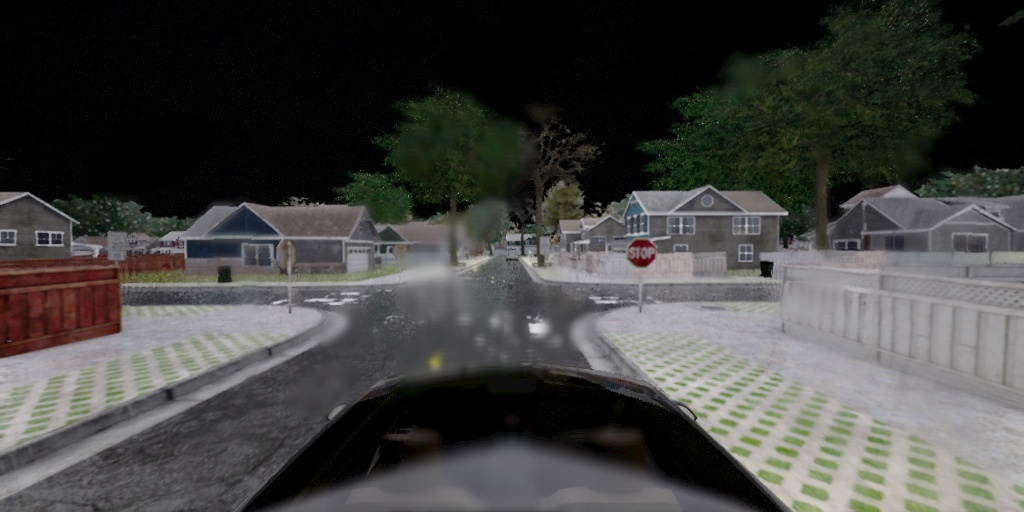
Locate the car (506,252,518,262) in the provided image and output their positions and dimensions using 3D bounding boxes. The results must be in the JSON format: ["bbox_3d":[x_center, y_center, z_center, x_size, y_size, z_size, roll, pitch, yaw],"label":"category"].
[{"bbox_3d":[0.031,0.199,59.899,1.994,1.385,4.181,0,1,0],"label":"car"}]
